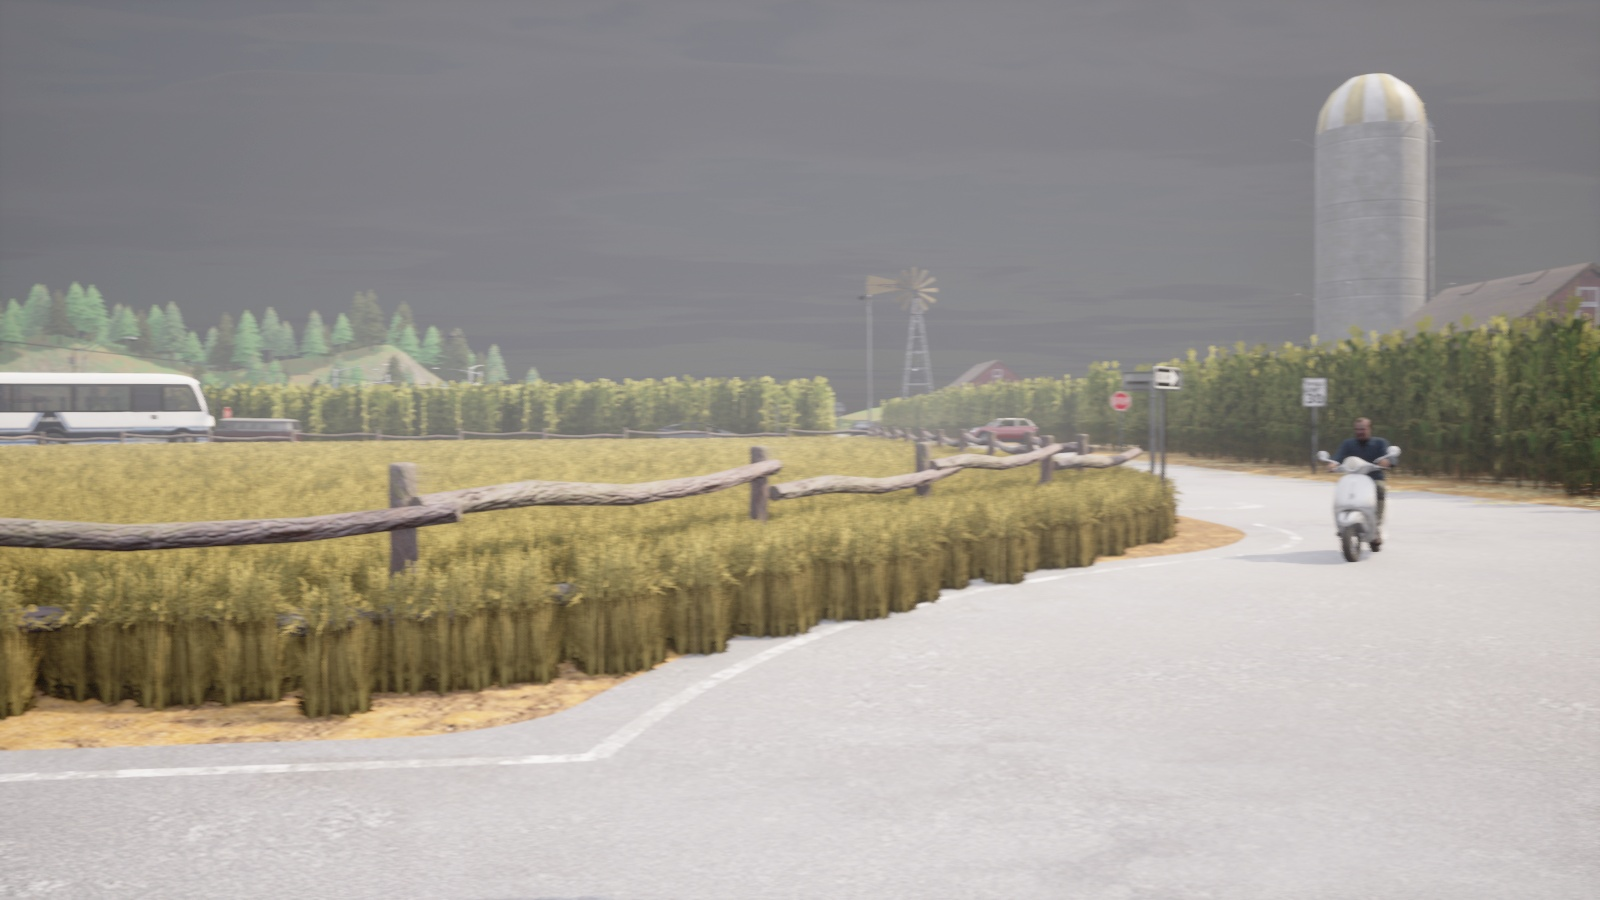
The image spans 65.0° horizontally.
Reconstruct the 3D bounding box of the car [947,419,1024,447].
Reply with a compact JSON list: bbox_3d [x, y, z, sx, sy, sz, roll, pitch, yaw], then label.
[{"bbox_3d":[10.062,-0.948,68.422,3.806,1.475,1.970,0,2,-3],"label":"car"}]

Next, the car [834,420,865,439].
[{"bbox_3d":[3.765,-1.561,95.812,1.994,1.385,4.181,0,1,-3],"label":"car"}]

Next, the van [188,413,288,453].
[{"bbox_3d":[-29.510,-0.898,66.038,4.442,1.987,1.775,1,1,-3],"label":"van"}]

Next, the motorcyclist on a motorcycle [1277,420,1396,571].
[{"bbox_3d":[6.108,0.470,14.248,0.866,1.590,1.817,-1,0,35],"label":"motorcyclist on a motorcycle"}]

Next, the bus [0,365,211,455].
[{"bbox_3d":[-35.420,-2.001,63.176,10.273,4.253,3.944,-1,2,-27],"label":"bus"}]

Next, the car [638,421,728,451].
[{"bbox_3d":[-5.942,-0.731,64.355,4.514,1.525,2.007,0,1,-4],"label":"car"}]
